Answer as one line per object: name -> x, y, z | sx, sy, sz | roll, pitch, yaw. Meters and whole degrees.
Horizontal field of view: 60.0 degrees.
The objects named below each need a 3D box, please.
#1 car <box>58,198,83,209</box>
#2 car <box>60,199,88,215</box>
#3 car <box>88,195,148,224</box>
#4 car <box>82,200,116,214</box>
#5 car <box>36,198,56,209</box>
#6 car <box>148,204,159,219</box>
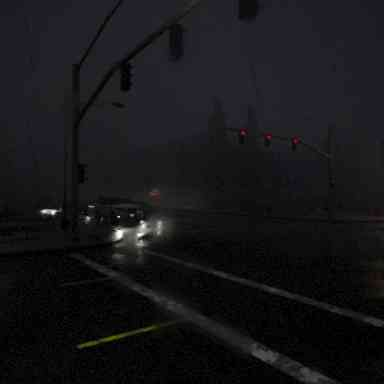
car -> -17.685, 1.650, 48.325 | 2.033, 1.411, 5.357 | 1, 0, -35
car -> -12.145, 1.623, 34.545 | 2.033, 1.411, 5.357 | 1, 0, -35
car -> -5.835, 1.297, 25.731 | 2.150, 2.045, 5.566 | 1, 0, -36
car -> -10.940, 1.649, 38.867 | 2.033, 1.411, 5.357 | 1, 0, -36
car -> -20.131, 1.565, 45.728 | 2.128, 1.511, 4.902 | 1, 0, -35
car -> -4.836, 1.578, 30.346 | 1.882, 1.535, 5.008 | 1, 0, -36
